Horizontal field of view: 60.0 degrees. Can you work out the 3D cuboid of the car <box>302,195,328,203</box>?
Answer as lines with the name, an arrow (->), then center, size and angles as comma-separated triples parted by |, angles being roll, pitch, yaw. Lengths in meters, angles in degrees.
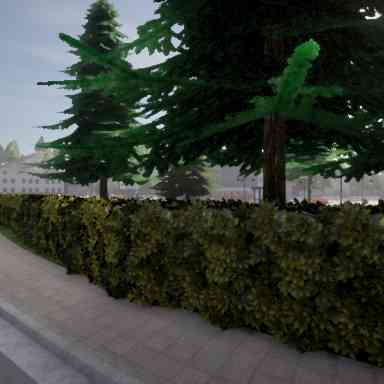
car -> 22.426, 1.342, 61.040 | 2.097, 1.767, 4.553 | 0, 0, -36

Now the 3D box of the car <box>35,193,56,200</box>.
car -> -36.361, 1.097, 82.633 | 4.605, 1.855, 1.932 | 0, 0, -36

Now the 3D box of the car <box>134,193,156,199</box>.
car -> -7.949, 1.384, 60.636 | 3.806, 1.475, 1.970 | 0, 0, -36

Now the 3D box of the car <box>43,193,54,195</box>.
car -> -29.670, 1.298, 72.102 | 4.514, 1.523, 2.007 | 0, 0, -36

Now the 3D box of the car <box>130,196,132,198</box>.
car -> -12.946, 1.077, 79.837 | 3.866, 1.878, 1.905 | 0, 0, -36

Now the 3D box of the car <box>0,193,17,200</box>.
car -> -44.668, 1.076, 80.711 | 3.866, 1.878, 1.905 | 0, 0, -36

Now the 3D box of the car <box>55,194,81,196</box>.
car -> -23.873, 1.319, 63.962 | 3.633, 1.501, 1.845 | 0, 0, -36

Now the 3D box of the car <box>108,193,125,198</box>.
car -> -20.412, 1.153, 90.228 | 5.027, 1.636, 2.152 | 0, 0, -36

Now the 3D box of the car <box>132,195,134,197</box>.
car -> -10.916, 1.097, 77.718 | 4.605, 1.855, 1.932 | 0, 0, -36
